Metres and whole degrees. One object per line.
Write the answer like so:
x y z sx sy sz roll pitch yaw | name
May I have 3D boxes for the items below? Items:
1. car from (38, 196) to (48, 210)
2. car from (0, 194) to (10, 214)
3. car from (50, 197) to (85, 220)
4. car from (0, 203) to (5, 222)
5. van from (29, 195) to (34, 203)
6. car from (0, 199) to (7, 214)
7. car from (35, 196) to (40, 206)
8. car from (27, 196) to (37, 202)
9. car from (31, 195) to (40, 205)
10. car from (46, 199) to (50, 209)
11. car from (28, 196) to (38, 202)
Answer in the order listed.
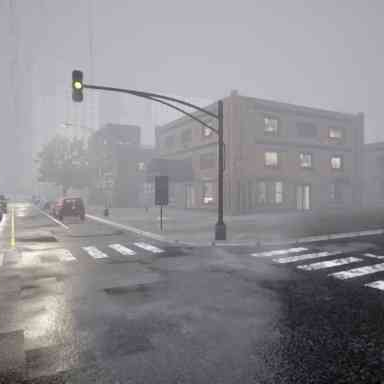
-18.237 1.598 42.642 1.947 1.339 4.313 0 0 -28 | car
-20.827 1.247 35.462 2.150 2.045 5.566 0 0 -28 | car
-10.359 1.330 28.057 2.192 1.841 5.009 0 0 -28 | car
-11.380 1.555 17.778 2.033 1.411 5.357 0 0 -28 | car
-31.365 1.419 66.950 1.690 1.788 3.998 0 0 -28 | van
-15.847 1.541 26.099 1.812 1.442 4.674 0 0 -28 | car
-20.862 1.590 47.503 2.008 1.369 4.403 0 0 -28 | car
-39.242 1.680 81.535 1.947 1.339 4.313 0 0 -28 | car
-26.113 1.639 57.226 1.802 1.307 4.206 0 0 -28 | car
-12.986 1.586 32.918 1.947 1.339 4.313 0 0 -28 | car
-36.615 1.684 76.672 1.802 1.307 4.206 0 0 -28 | car
